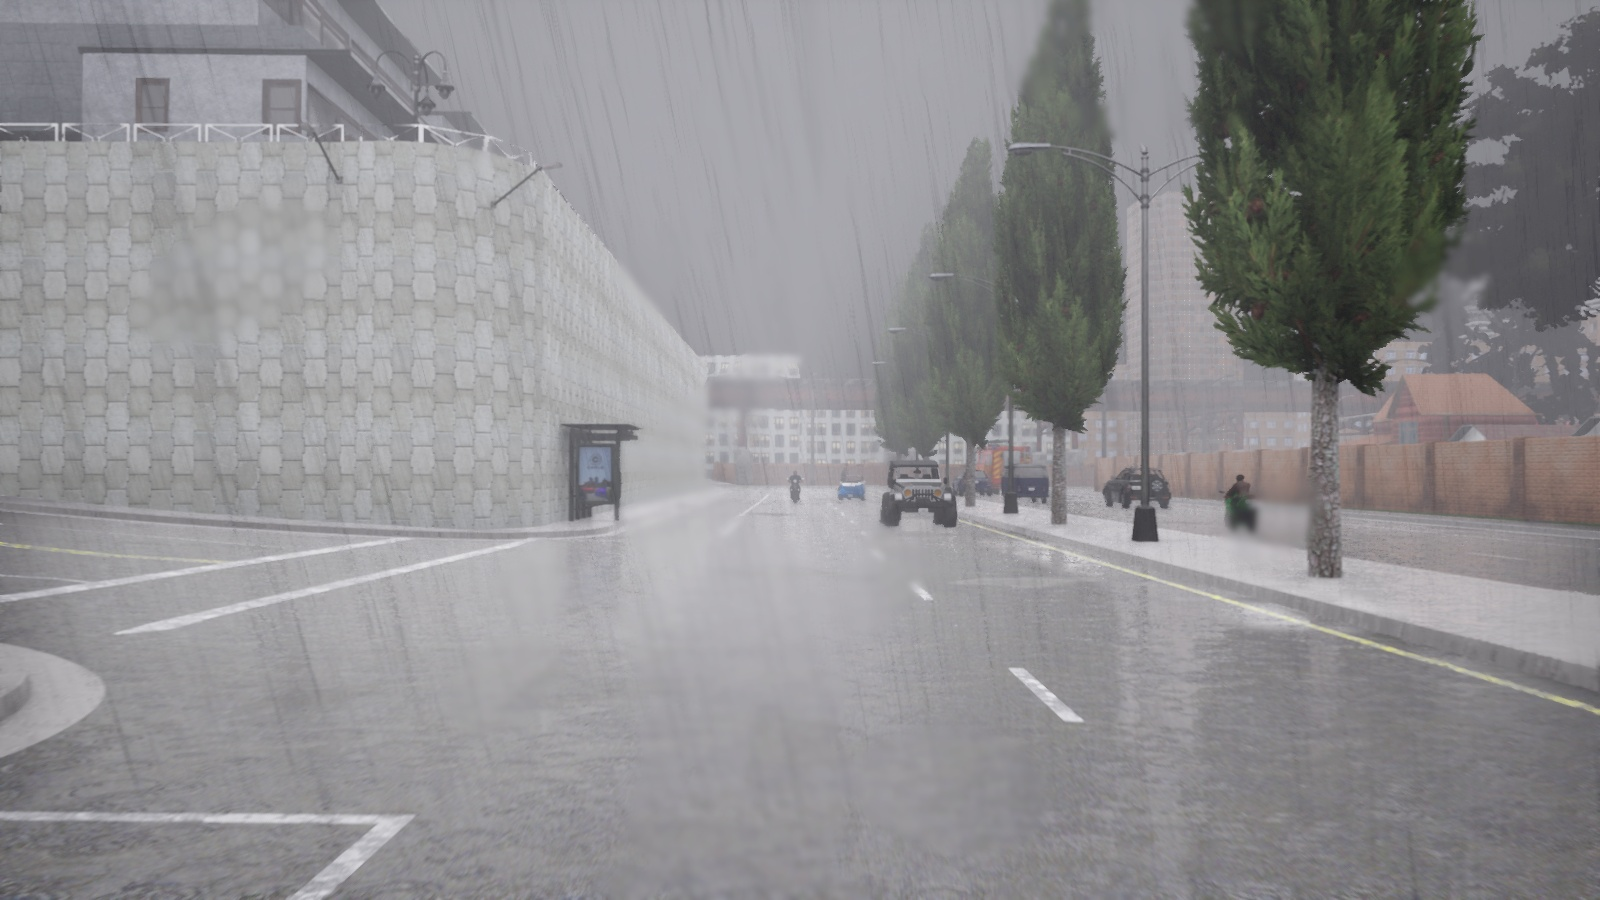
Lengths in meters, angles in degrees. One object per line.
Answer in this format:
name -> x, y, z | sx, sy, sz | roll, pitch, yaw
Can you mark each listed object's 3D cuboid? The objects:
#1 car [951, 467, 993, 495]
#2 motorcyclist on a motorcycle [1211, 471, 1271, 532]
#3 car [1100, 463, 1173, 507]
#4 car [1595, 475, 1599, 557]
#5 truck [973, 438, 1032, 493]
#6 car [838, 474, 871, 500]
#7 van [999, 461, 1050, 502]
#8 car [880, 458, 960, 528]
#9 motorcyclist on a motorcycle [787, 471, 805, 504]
car -> 11.209, 2.011, 82.254 | 2.097, 1.767, 4.553 | 0, -1, 0
motorcyclist on a motorcycle -> 11.381, 1.297, 32.471 | 0.797, 1.523, 2.044 | 0, -1, 0
car -> 14.802, 1.505, 55.473 | 1.932, 1.855, 4.605 | 0, -1, 0
car -> 14.928, 1.113, 19.773 | 1.812, 1.442, 4.674 | 0, -1, 0
truck -> 14.672, 1.130, 91.535 | 2.891, 3.827, 8.468 | 0, -1, 0
car -> 2.938, 1.995, 67.601 | 1.481, 1.376, 2.207 | 0, -1, 12
van -> 11.275, 1.587, 63.309 | 1.775, 1.987, 4.442 | 0, -1, 0
car -> 3.370, 1.202, 35.959 | 1.905, 1.878, 3.866 | 0, -1, 0
motorcyclist on a motorcycle -> -0.205, 1.791, 60.788 | 0.866, 1.590, 1.817 | 0, -1, 0
